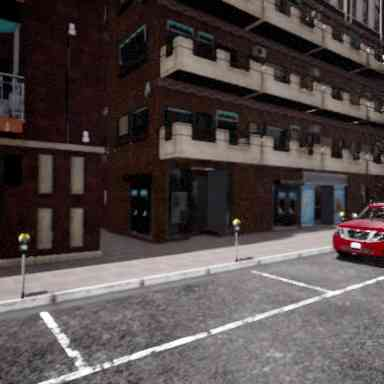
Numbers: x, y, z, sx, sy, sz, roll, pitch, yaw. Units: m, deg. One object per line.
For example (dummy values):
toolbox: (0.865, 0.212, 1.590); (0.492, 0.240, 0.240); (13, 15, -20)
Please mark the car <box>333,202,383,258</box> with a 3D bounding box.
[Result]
car: (7.028, 1.294, 11.565); (5.009, 1.841, 2.192); (0, 1, -36)
